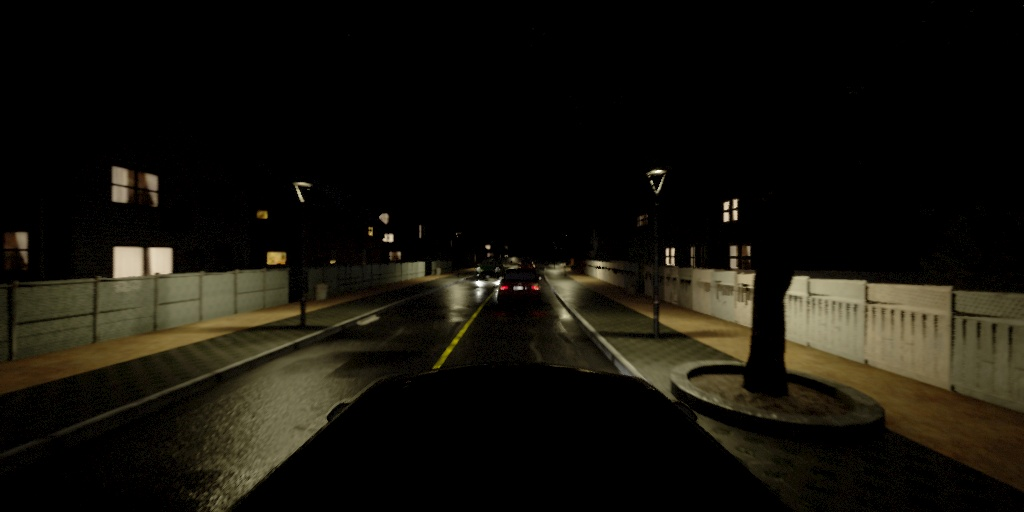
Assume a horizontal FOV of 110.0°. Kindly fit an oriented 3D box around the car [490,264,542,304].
[{"bbox_3d":[0.378,1.284,16.345,2.033,1.411,5.357,0,0,2],"label":"car"}]

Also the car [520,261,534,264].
[{"bbox_3d":[1.582,1.241,37.482,1.812,1.442,4.674,0,0,4],"label":"car"}]

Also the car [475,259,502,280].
[{"bbox_3d":[-1.803,1.069,30.895,2.097,1.767,4.553,0,0,4],"label":"car"}]
